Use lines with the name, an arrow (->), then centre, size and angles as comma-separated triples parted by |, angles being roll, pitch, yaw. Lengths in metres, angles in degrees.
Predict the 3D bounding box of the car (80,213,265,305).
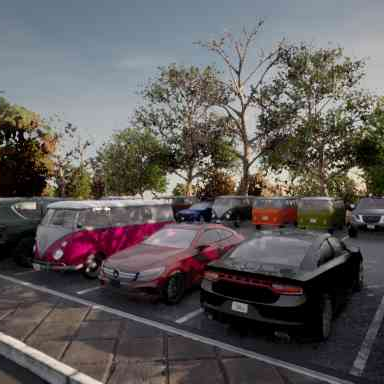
car -> -0.139, 1.509, 8.337 | 2.002, 1.452, 4.674 | 0, 0, 36

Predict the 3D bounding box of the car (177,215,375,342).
car -> 2.113, 1.477, 6.714 | 2.097, 1.535, 5.008 | 0, 0, 36

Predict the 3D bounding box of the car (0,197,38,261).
car -> -4.637, 1.199, 11.591 | 2.435, 2.045, 5.566 | 0, 0, 36

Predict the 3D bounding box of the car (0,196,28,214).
car -> -23.905, 1.616, 41.482 | 2.435, 2.045, 5.566 | -1, -1, 36

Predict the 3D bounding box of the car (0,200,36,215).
car -> -21.776, 1.822, 39.694 | 1.946, 1.575, 5.366 | -1, -1, 36

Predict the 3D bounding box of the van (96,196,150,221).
van -> -5.841, 1.349, 28.651 | 1.878, 1.987, 4.442 | -1, -1, 36

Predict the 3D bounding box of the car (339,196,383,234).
car -> 9.723, 1.225, 17.324 | 2.435, 2.045, 5.566 | 0, 0, 36

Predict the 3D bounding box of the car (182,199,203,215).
car -> 0.851, 1.468, 23.720 | 2.097, 1.535, 5.008 | -1, -1, 36

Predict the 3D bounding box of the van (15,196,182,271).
van -> -2.465, 1.234, 9.856 | 1.878, 1.987, 4.442 | 0, 0, 36

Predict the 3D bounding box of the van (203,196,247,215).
van -> 2.909, 1.224, 22.096 | 1.878, 1.987, 4.442 | 0, 0, 36

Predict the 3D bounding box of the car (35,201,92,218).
car -> -12.767, 1.683, 33.463 | 2.097, 1.535, 5.008 | -1, -1, 36

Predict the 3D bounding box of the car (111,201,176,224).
car -> -3.761, 1.536, 26.791 | 1.946, 1.575, 5.366 | -1, -1, 36

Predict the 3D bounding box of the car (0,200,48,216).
car -> -19.422, 1.789, 38.228 | 2.231, 1.521, 4.892 | -1, -1, 36

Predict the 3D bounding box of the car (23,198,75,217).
car -> -14.934, 1.591, 34.983 | 2.185, 1.767, 4.553 | -1, -1, 36

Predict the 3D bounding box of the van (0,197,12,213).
van -> -26.204, 1.695, 43.238 | 1.878, 1.987, 4.442 | -1, -1, 36

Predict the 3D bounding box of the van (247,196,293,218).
van -> 5.405, 1.233, 20.595 | 1.878, 1.987, 4.442 | 0, 0, 36

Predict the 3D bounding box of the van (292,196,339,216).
van -> 7.555, 1.241, 19.055 | 1.878, 1.987, 4.442 | 0, 0, 36

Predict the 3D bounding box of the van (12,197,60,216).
van -> -17.100, 1.527, 36.717 | 1.878, 1.987, 4.442 | -1, -1, 36

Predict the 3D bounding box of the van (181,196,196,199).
van -> -1.474, 1.277, 25.236 | 1.878, 1.987, 4.442 | -1, -1, 36
